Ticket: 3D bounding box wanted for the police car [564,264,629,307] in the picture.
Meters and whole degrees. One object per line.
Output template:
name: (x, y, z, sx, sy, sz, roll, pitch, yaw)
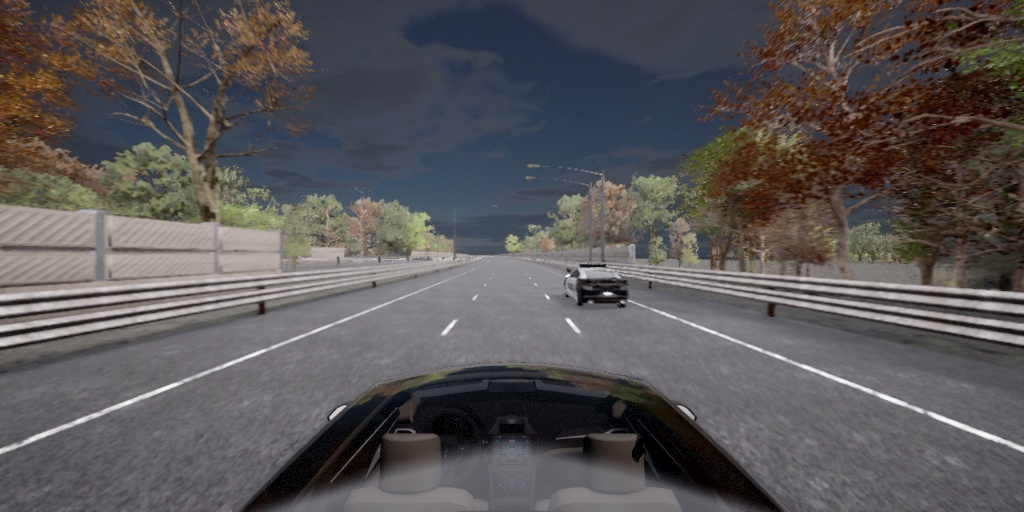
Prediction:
police car: (3.466, 1.180, 15.617, 1.930, 1.638, 5.238, 0, 0, 0)
